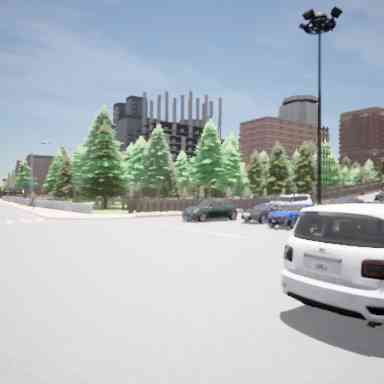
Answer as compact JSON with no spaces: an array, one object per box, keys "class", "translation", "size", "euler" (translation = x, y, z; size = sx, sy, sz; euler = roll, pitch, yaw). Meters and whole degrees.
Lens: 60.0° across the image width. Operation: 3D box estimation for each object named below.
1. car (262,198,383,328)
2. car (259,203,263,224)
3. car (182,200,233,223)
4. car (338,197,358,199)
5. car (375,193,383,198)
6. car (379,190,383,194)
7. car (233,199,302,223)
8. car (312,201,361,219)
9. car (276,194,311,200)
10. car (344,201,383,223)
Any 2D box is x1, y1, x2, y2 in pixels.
[{"class":"car","translation":[4.198,1.250,6.741],"size":[5.566,2.045,2.150],"euler":[0,0,-36]},{"class":"car","translation":[7.053,1.542,21.880],"size":[5.008,1.535,1.882],"euler":[0,0,-35]},{"class":"car","translation":[1.442,1.415,26.554],"size":[4.553,1.767,2.097],"euler":[0,0,-34]},{"class":"car","translation":[17.544,1.251,37.858],"size":[5.357,1.411,2.033],"euler":[-4,2,-35]},{"class":"car","translation":[21.463,1.161,36.339],"size":[4.718,1.301,1.895],"euler":[-5,3,-35]},{"class":"car","translation":[25.996,0.371,43.816],"size":[5.008,1.535,1.882],"euler":[-7,4,-35]},{"class":"car","translation":[5.883,1.559,25.333],"size":[4.902,1.511,2.128],"euler":[0,0,-35]},{"class":"car","translation":[13.349,1.610,30.595],"size":[4.718,1.301,1.895],"euler":[-2,1,-35]},{"class":"car","translation":[9.295,1.277,32.016],"size":[5.566,2.045,2.150],"euler":[-1,1,-35]},{"class":"car","translation":[14.656,1.556,27.249],"size":[4.674,1.442,1.812],"euler":[-1,1,-35]}]
